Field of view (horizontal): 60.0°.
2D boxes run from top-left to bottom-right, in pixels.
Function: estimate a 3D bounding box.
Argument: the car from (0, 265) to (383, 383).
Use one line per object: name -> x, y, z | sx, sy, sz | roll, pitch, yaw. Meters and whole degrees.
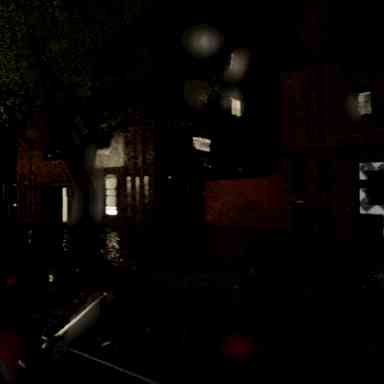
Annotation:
car -> -0.232, 1.459, 3.037 | 4.097, 1.590, 1.967 | -1, 0, 35
